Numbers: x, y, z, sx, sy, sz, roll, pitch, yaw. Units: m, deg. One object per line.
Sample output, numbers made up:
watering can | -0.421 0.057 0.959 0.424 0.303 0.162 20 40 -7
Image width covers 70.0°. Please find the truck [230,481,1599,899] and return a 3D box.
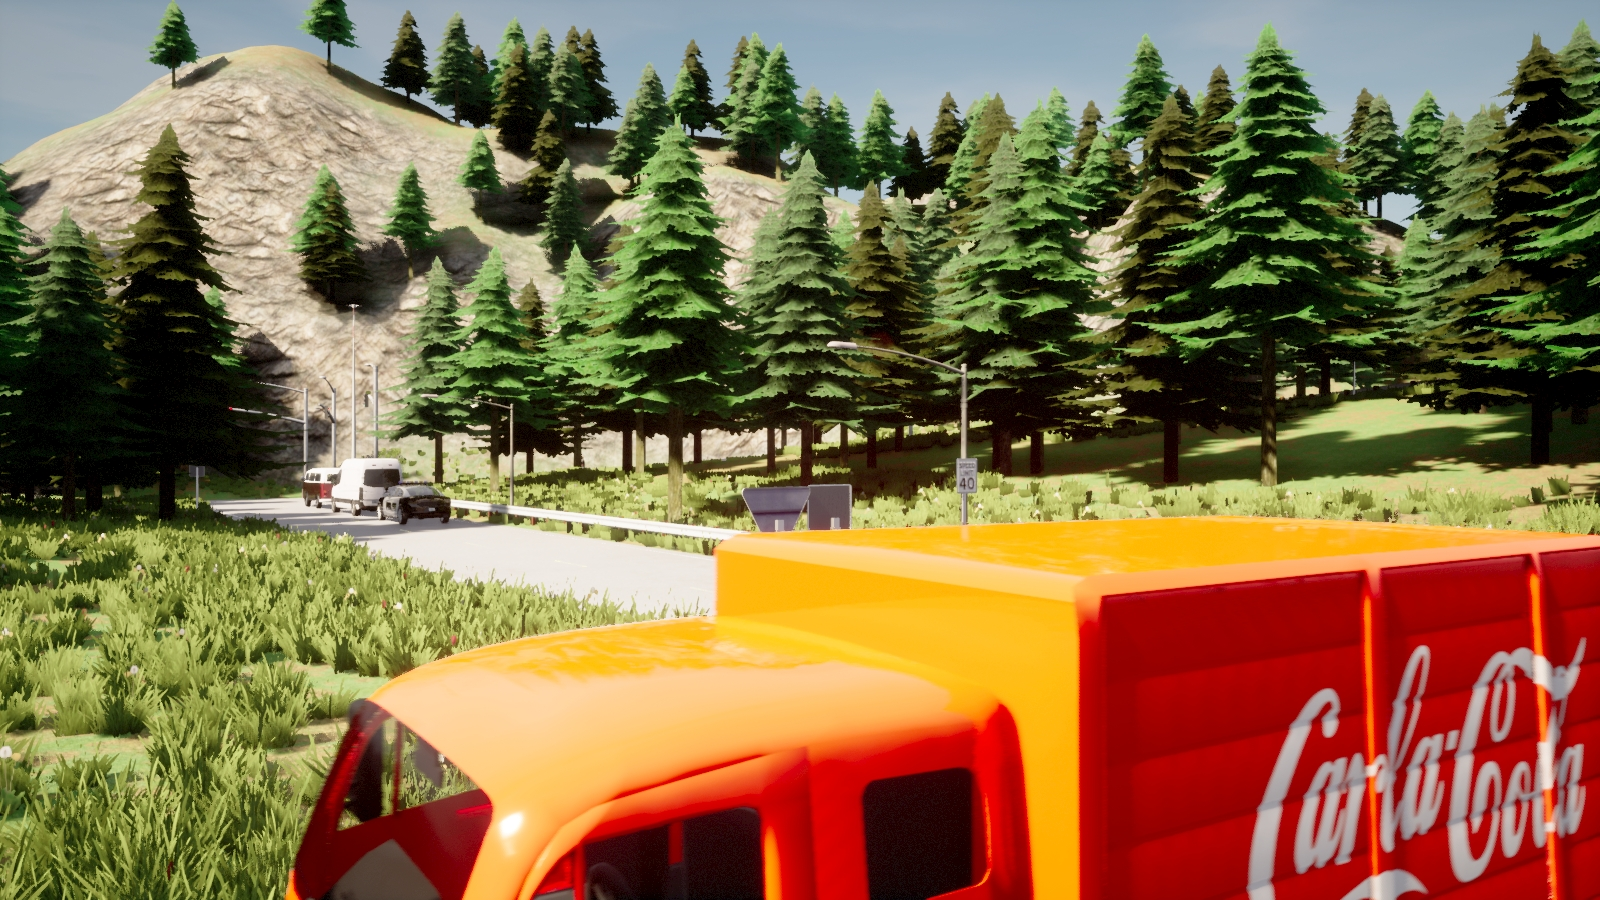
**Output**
truck | 0.861 1.425 4.401 5.204 2.467 2.627 0 0 -33

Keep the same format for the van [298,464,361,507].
van | -24.143 1.782 58.581 2.069 2.038 4.480 0 0 -35

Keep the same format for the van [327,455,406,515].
van | -20.079 1.534 52.765 1.988 2.561 5.915 0 0 -35

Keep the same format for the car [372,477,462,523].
car | -15.723 1.982 46.760 2.097 1.638 5.238 0 0 -35
